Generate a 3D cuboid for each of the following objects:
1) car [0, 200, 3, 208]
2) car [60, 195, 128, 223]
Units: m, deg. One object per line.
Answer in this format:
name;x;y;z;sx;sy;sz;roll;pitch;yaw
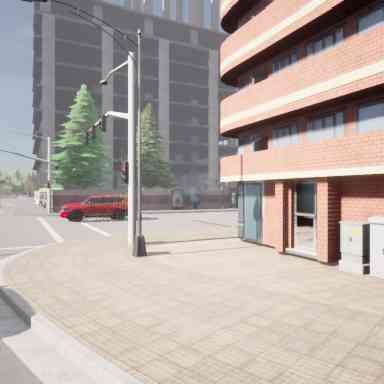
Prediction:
car;-28.763;1.504;48.391;1.837;1.490;4.892;0;0;-27
car;-7.496;1.277;26.407;5.566;2.045;2.150;0;0;-27
